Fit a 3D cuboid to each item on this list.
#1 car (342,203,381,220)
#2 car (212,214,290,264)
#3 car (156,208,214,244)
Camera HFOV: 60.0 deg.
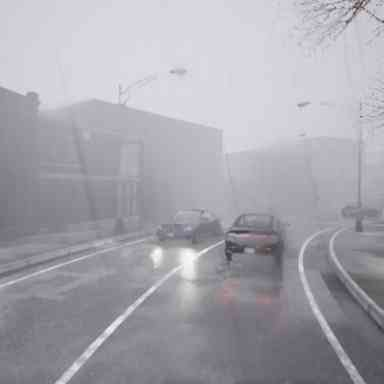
[{"bbox_3d":[15.862,1.778,31.018,4.902,1.511,2.128,1,0,-38],"label":"car"},{"bbox_3d":[2.455,1.540,12.156,2.128,1.511,4.902,1,0,18],"label":"car"},{"bbox_3d":[0.023,1.537,16.086,1.812,1.442,4.674,1,0,23],"label":"car"}]
